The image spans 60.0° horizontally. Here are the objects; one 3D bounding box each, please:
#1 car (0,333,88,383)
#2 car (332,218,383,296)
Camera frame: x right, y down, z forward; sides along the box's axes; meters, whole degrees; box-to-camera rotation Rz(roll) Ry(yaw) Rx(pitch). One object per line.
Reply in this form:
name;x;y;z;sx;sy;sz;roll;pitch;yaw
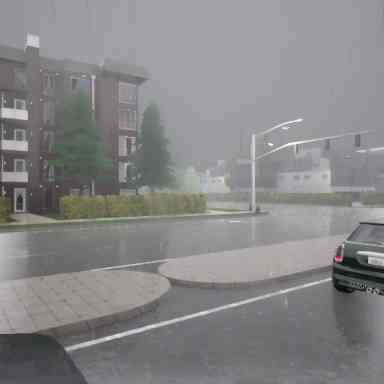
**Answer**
car;-3.164;1.547;1.492;5.357;1.411;2.033;0;0;-35
car;5.272;1.352;7.629;4.553;1.767;2.097;0;0;-35
